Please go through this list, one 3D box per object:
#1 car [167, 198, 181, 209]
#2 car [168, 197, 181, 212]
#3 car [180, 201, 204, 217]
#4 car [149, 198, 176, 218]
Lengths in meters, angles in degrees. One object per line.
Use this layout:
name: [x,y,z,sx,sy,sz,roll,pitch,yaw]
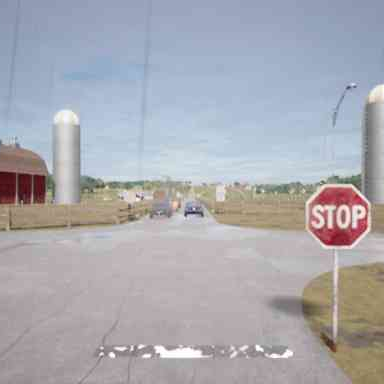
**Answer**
car: [-2.698,1.644,50.479,1.882,1.535,5.008,0,-1,0]
car: [-2.730,1.454,40.338,2.097,1.767,4.553,0,0,0]
car: [0.183,1.619,32.709,2.033,1.411,5.357,0,0,0]
car: [-2.764,1.570,30.639,1.837,1.490,4.892,0,0,0]
